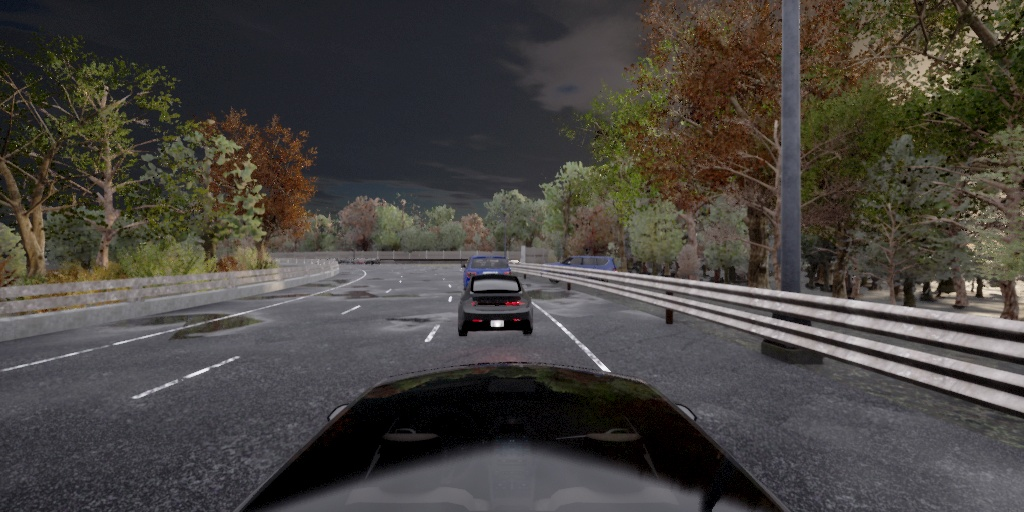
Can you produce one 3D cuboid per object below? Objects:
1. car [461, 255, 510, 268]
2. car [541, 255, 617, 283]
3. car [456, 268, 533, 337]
[{"bbox_3d":[-1.311,0.968,17.859,2.150,2.045,5.566,0,0,-9],"label":"car"},{"bbox_3d":[4.858,0.973,26.162,5.566,2.045,2.150,3,1,3],"label":"car"},{"bbox_3d":[-0.541,1.253,10.375,1.837,1.490,4.892,0,0,-5],"label":"car"}]
